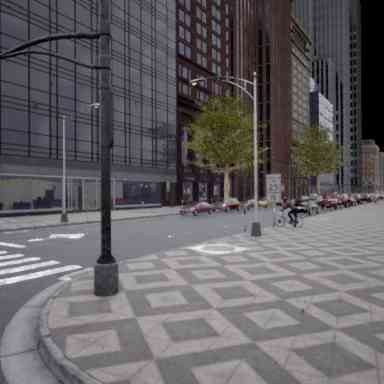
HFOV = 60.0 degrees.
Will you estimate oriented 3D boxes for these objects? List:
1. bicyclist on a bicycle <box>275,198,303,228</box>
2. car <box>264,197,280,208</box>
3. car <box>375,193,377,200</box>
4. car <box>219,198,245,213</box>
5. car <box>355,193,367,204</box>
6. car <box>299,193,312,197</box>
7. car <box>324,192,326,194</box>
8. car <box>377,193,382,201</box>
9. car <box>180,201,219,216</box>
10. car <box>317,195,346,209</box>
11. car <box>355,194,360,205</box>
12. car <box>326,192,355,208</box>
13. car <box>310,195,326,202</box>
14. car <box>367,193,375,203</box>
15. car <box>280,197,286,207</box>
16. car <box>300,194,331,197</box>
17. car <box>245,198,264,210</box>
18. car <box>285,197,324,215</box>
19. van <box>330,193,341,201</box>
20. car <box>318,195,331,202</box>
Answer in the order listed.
[{"bbox_3d":[5.316,1.175,18.363,1.656,1.620,0.582,-1,0,35],"label":"bicyclist on a bicycle"},{"bbox_3d":[10.027,1.421,45.465,1.752,1.417,4.829,0,0,35],"label":"car"},{"bbox_3d":[36.421,1.300,68.776,1.752,1.417,4.829,0,0,35],"label":"car"},{"bbox_3d":[3.727,1.362,36.315,1.967,1.590,4.097,0,0,35],"label":"car"},{"bbox_3d":[26.732,1.115,54.702,2.192,1.841,5.009,0,0,35],"label":"car"},{"bbox_3d":[19.716,1.410,59.542,1.887,1.381,4.507,0,0,35],"label":"car"},{"bbox_3d":[22.261,1.048,52.739,2.150,2.045,5.566,-1,0,35],"label":"car"},{"bbox_3d":[42.719,1.356,77.925,1.802,1.307,4.206,-1,0,35],"label":"car"},{"bbox_3d":[0.531,1.519,31.670,1.802,1.307,4.206,0,0,35],"label":"car"},{"bbox_3d":[17.141,1.374,40.767,1.887,1.381,4.507,0,0,35],"label":"car"},{"bbox_3d":[23.536,1.375,50.057,1.947,1.339,4.313,0,0,35],"label":"car"},{"bbox_3d":[20.338,1.134,45.413,2.192,1.841,5.009,0,0,35],"label":"car"},{"bbox_3d":[26.112,1.413,68.834,1.947,1.339,4.313,0,0,35],"label":"car"},{"bbox_3d":[33.127,1.097,63.992,2.192,1.841,5.009,0,0,35],"label":"car"},{"bbox_3d":[13.321,1.451,50.252,1.947,1.339,4.313,0,0,35],"label":"car"},{"bbox_3d":[16.572,1.336,44.474,2.128,1.511,4.902,-1,0,35],"label":"car"},{"bbox_3d":[6.926,1.490,40.961,1.802,1.307,4.206,0,0,35],"label":"car"},{"bbox_3d":[10.748,1.422,31.477,1.947,1.339,4.313,0,0,35],"label":"car"},{"bbox_3d":[35.702,1.181,82.770,1.690,1.788,3.998,-1,0,35],"label":"van"},{"bbox_3d":[29.309,1.422,73.477,1.802,1.307,4.206,0,0,35],"label":"car"}]
